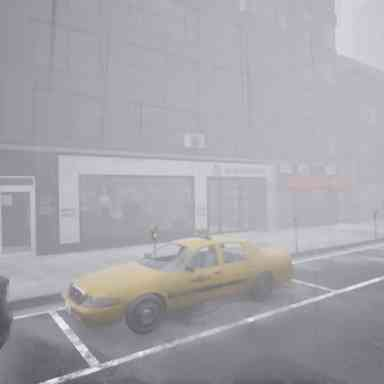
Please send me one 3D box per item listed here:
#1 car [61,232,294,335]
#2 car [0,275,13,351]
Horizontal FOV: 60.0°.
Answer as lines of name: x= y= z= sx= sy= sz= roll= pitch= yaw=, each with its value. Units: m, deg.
car: x=0.004 y=1.516 z=6.660 sx=4.829 sy=1.417 sz=1.752 roll=0 pitch=-1 yaw=-35
car: x=-4.344 y=1.570 z=3.566 sx=4.313 sy=1.339 sz=1.947 roll=0 pitch=-1 yaw=-35
